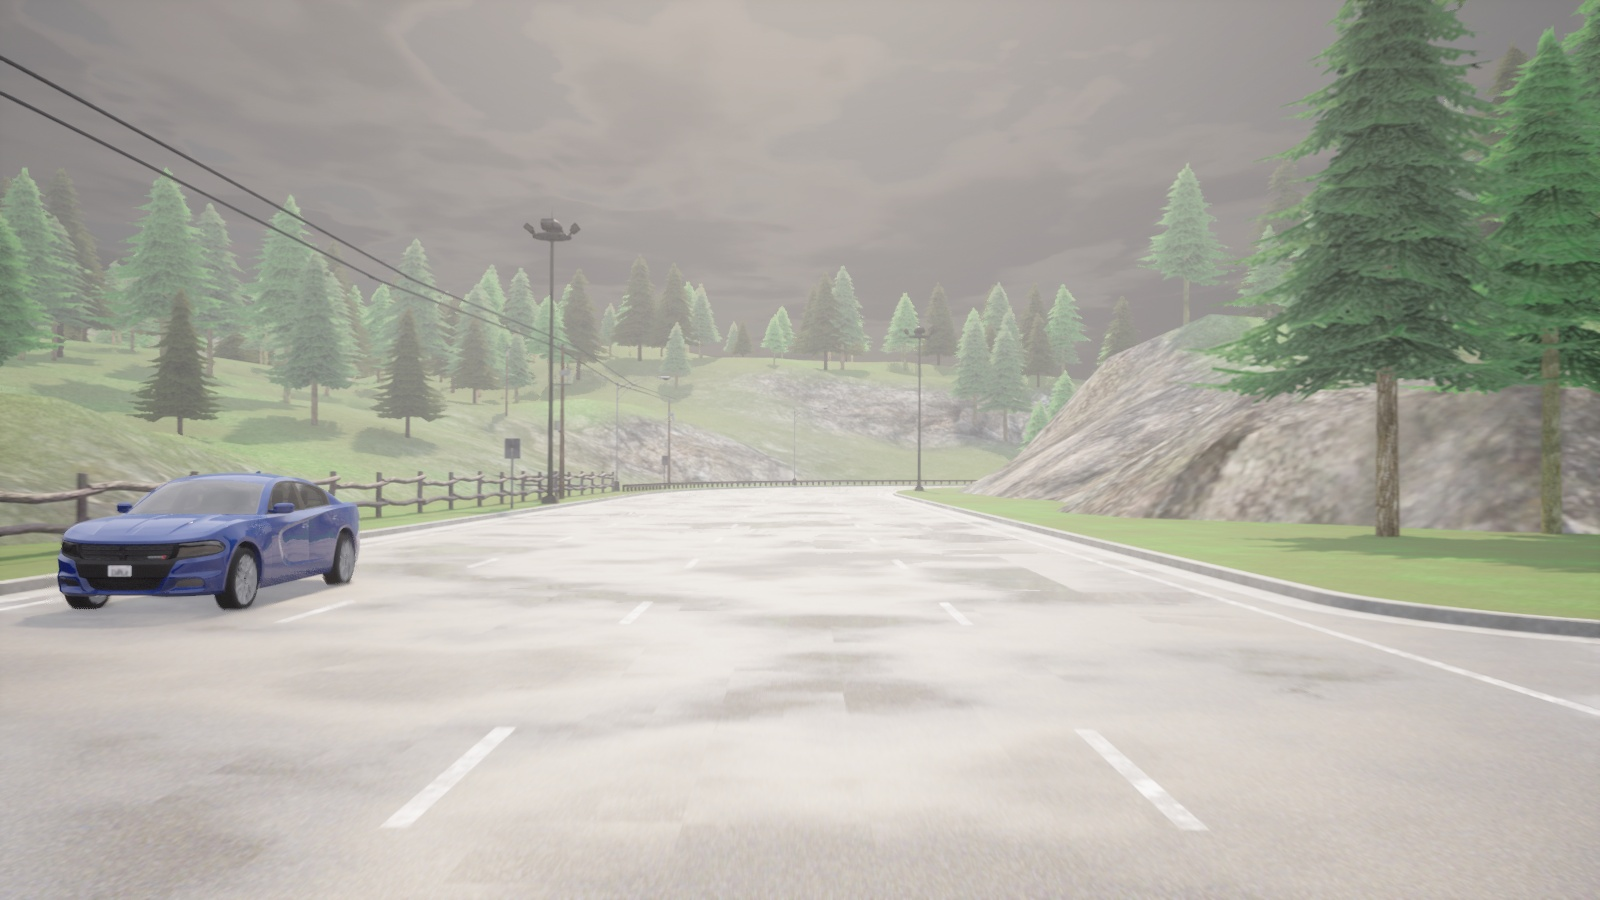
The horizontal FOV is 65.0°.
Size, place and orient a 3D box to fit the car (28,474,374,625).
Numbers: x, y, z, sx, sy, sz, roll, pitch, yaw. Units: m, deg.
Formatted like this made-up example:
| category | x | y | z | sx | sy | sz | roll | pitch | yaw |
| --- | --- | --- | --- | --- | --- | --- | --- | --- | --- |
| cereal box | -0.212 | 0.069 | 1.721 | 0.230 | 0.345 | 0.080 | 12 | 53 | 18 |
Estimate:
| category | x | y | z | sx | sy | sz | roll | pitch | yaw |
| --- | --- | --- | --- | --- | --- | --- | --- | --- | --- |
| car | -7.037 | 1.079 | 15.488 | 1.882 | 1.535 | 5.008 | 0 | -1 | 0 |
